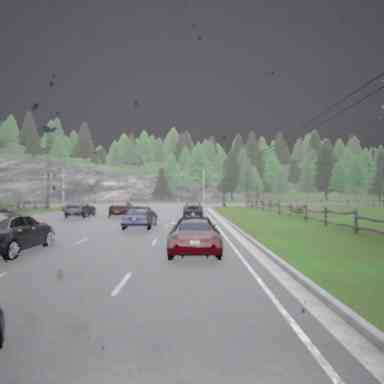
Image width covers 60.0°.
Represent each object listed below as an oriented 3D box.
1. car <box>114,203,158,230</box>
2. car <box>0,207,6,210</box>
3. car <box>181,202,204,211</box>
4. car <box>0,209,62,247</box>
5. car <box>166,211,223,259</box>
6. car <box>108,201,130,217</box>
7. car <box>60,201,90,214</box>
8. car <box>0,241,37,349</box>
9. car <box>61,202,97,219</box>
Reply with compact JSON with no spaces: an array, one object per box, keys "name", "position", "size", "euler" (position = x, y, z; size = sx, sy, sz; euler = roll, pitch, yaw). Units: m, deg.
[{"name":"car","position":[-3.405,1.669,22.119],"size":[2.033,1.411,5.357],"euler":[0,0,0]},{"name":"car","position":[-13.906,1.692,23.338],"size":[1.994,1.385,4.181],"euler":[0,0,0]},{"name":"car","position":[0.092,1.677,31.432],"size":[1.837,1.490,4.892],"euler":[0,0,0]},{"name":"car","position":[-6.903,1.573,12.592],"size":[1.837,1.490,4.892],"euler":[0,-1,0]},{"name":"car","position":[0.096,1.635,12.868],"size":[1.994,1.385,4.181],"euler":[0,0,0]},{"name":"car","position":[-6.908,1.660,33.047],"size":[1.882,1.535,5.008],"euler":[0,0,0]},{"name":"car","position":[-13.909,1.820,39.873],"size":[1.895,1.301,4.718],"euler":[0,0,0]},{"name":"car","position":[-3.402,1.505,2.494],"size":[2.128,1.511,4.902],"euler":[0,0,0]},{"name":"car","position":[-10.407,1.664,31.279],"size":[2.128,1.511,4.902],"euler":[0,0,0]}]
